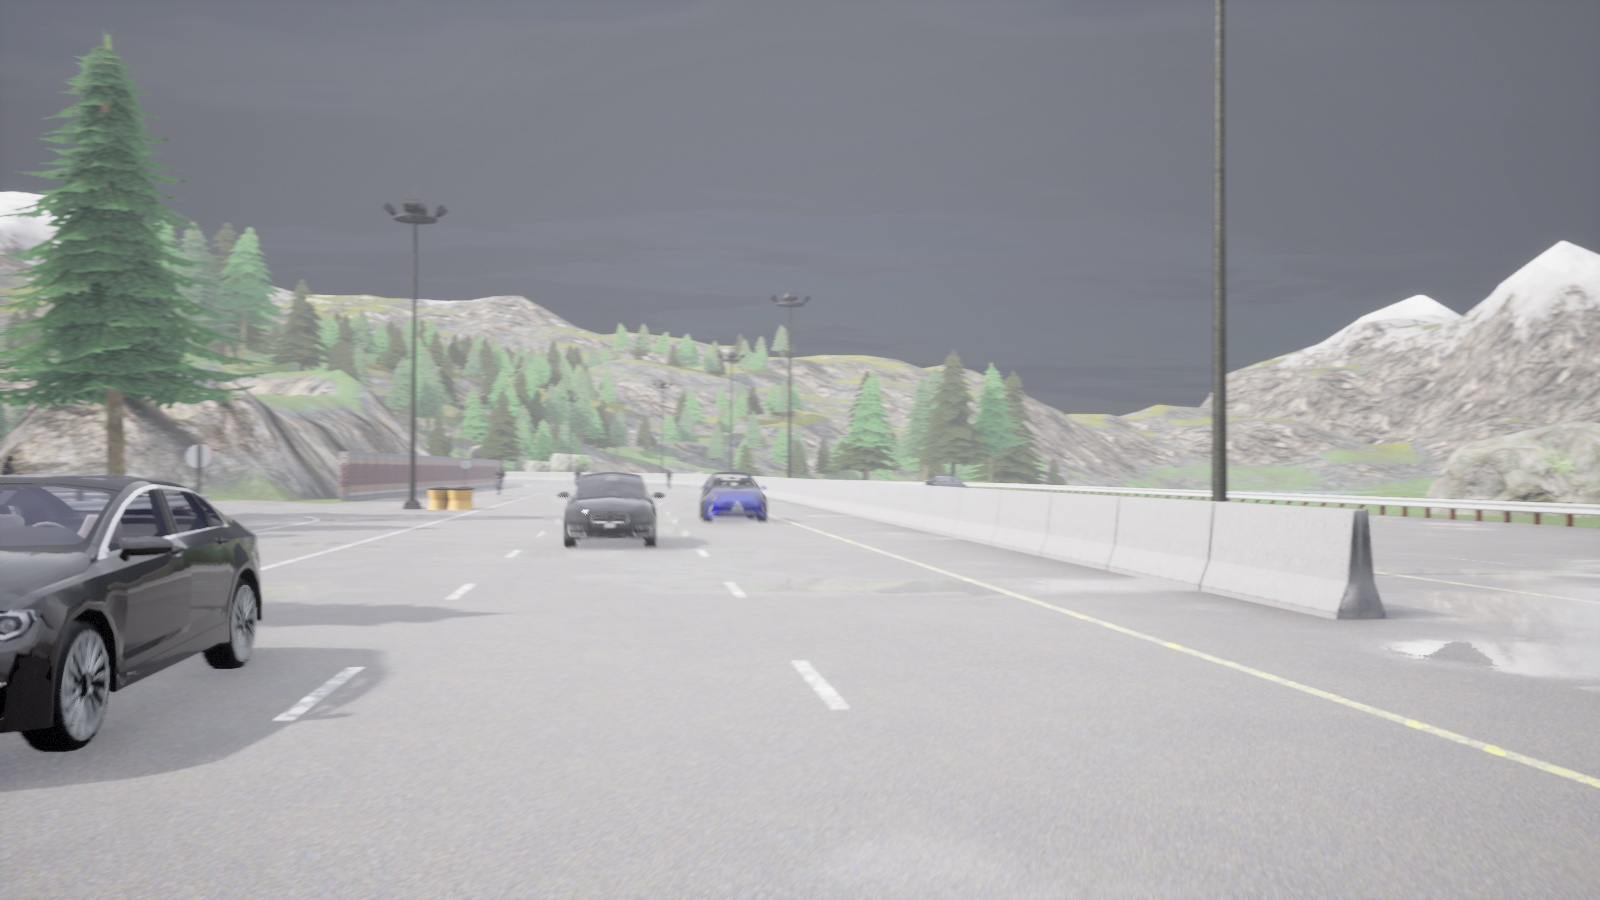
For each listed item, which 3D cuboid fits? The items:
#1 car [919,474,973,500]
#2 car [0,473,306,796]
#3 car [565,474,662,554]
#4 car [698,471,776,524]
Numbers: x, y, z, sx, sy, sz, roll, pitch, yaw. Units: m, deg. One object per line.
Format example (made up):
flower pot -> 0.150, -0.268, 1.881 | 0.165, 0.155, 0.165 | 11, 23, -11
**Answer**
car -> 8.026, 2.033, 69.302 | 1.994, 1.385, 4.181 | 0, -1, -8
car -> -4.991, 0.917, 8.253 | 2.128, 1.511, 4.902 | 0, -1, -8
car -> -3.897, 1.270, 26.466 | 1.837, 1.490, 4.892 | 0, -1, -8
car -> -2.007, 1.416, 38.729 | 2.007, 1.525, 4.514 | 0, -1, -8
